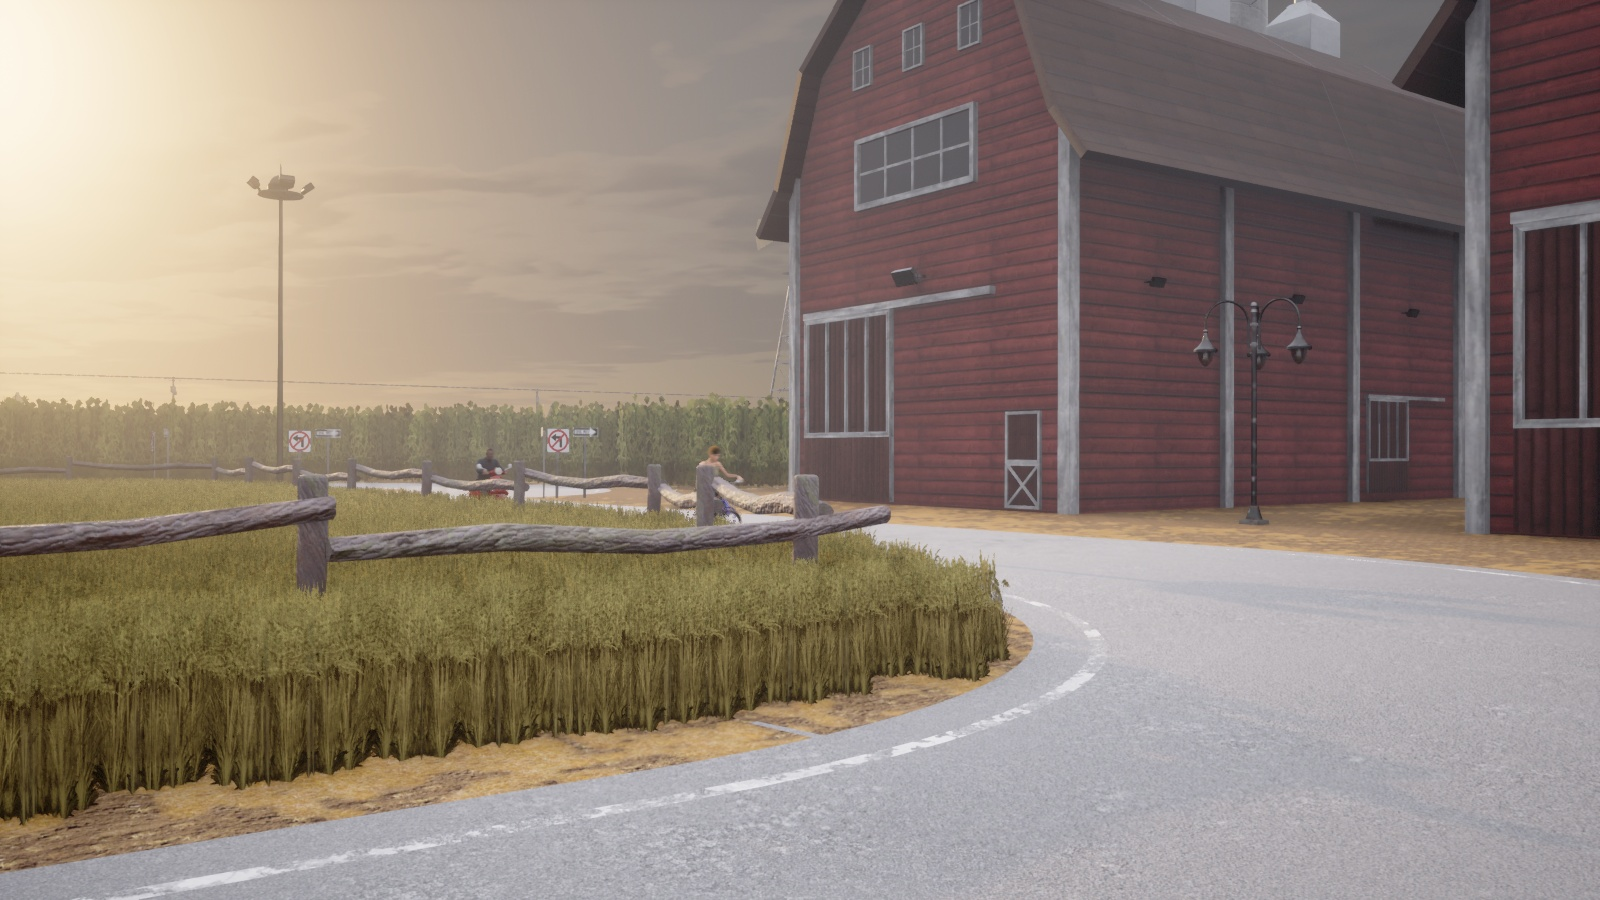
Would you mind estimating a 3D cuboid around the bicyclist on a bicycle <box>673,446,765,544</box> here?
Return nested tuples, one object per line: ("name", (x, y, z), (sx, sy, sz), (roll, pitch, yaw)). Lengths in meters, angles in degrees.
("bicyclist on a bicycle", (-1.391, 0.737, 21.446), (0.866, 1.612, 1.509), (0, 0, -37))

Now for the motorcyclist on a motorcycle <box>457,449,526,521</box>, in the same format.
("motorcyclist on a motorcycle", (-7.072, 0.784, 28.736), (0.866, 1.590, 1.817), (0, 0, -38))
